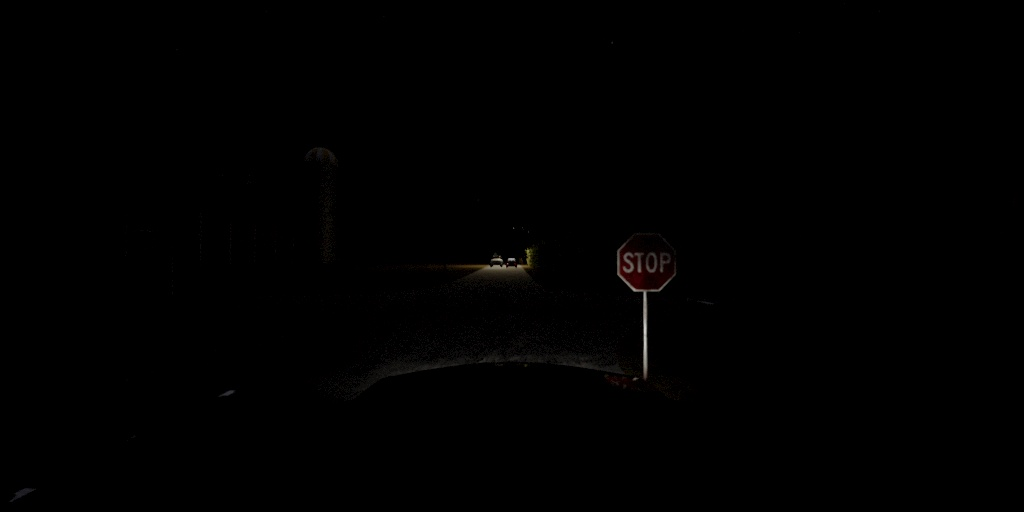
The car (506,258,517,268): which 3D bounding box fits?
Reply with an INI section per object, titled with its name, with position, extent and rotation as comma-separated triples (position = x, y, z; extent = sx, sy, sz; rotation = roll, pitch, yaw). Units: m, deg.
[car]
position = -0.071, 1.386, 61.582
extent = 1.895, 1.301, 4.718
rotation = 0, 0, 0
